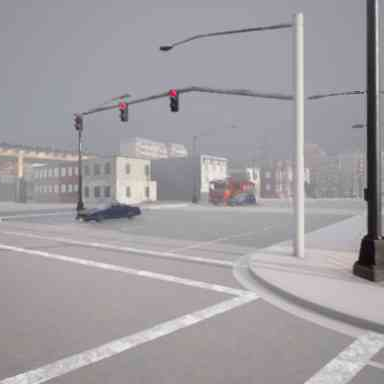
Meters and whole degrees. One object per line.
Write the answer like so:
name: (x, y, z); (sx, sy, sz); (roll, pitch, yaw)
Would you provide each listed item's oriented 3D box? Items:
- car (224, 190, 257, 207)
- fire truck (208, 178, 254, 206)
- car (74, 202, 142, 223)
car: (6.558, 0.973, 43.005); (2.097, 1.767, 4.553); (0, 1, 37)
fire truck: (5.736, -0.084, 47.645); (2.891, 3.827, 8.468); (0, 1, 37)
car: (-6.303, 1.519, 25.740); (2.033, 1.411, 5.357); (0, 1, 36)
